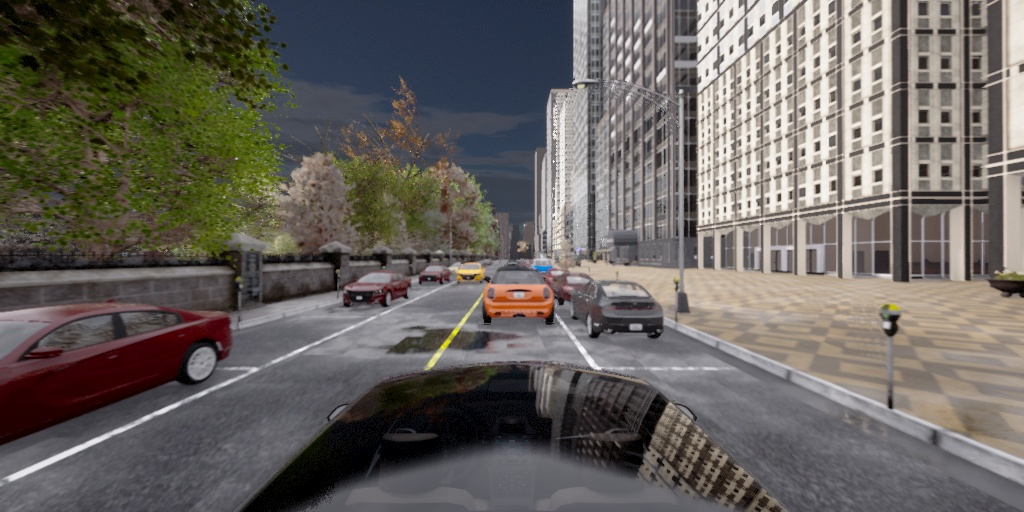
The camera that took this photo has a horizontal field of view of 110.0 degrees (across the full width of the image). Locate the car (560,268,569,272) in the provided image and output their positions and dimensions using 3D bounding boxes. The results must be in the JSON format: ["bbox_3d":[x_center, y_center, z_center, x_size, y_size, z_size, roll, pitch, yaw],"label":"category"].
[{"bbox_3d":[2.690,1.354,15.596,1.802,1.307,4.207,0,0,0],"label":"car"}]

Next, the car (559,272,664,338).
[{"bbox_3d":[2.689,1.313,9.963,2.007,1.370,4.403,0,0,0],"label":"car"}]

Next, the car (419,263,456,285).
[{"bbox_3d":[-5.690,1.338,26.860,1.888,1.381,4.507,0,0,0],"label":"car"}]

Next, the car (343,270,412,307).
[{"bbox_3d":[-5.691,1.317,15.596,1.888,1.381,4.507,0,0,0],"label":"car"}]

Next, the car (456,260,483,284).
[{"bbox_3d":[-3.090,1.273,27.864,1.882,1.535,5.008,0,0,0],"label":"car"}]

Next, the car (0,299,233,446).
[{"bbox_3d":[-5.692,1.299,4.332,1.888,1.381,4.507,0,0,0],"label":"car"}]

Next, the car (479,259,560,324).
[{"bbox_3d":[0.138,1.118,12.181,2.097,1.767,4.553,0,0,-2],"label":"car"}]
